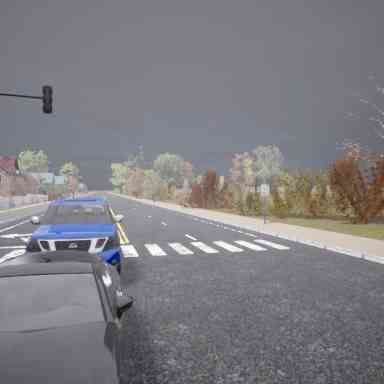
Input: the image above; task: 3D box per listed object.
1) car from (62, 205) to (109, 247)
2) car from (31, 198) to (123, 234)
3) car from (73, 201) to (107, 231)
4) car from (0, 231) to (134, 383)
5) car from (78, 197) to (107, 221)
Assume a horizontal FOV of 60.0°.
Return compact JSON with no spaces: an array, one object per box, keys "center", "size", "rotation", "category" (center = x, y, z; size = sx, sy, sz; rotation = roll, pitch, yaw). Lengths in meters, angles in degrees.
[{"center":[-5.016,1.498,16.065],"size":[1.837,1.490,4.892],"rotation":[0,0,-15],"category":"car"},{"center":[-3.358,1.218,9.994],"size":[2.150,2.045,5.566],"rotation":[0,0,-15],"category":"car"},{"center":[-6.585,1.468,21.811],"size":[1.882,1.535,5.008],"rotation":[0,0,-15],"category":"car"},{"center":[-1.718,1.524,3.905],"size":[1.812,1.442,4.674],"rotation":[0,0,-13],"category":"car"},{"center":[-8.146,1.338,27.544],"size":[2.097,1.767,4.553],"rotation":[0,0,-15],"category":"car"}]
